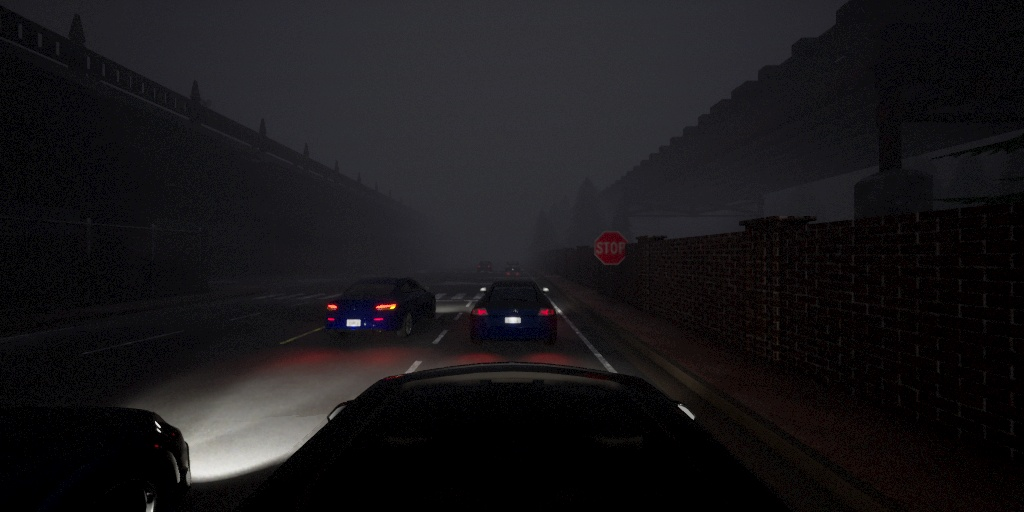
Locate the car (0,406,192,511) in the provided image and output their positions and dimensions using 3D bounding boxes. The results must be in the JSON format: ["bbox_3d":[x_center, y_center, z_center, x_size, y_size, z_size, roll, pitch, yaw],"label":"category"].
[{"bbox_3d":[-3.399,1.314,0.935,1.994,1.385,4.181,0,0,0],"label":"car"}]

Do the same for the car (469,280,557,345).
[{"bbox_3d":[0.062,1.314,9.511,1.994,1.385,4.181,0,0,1],"label":"car"}]

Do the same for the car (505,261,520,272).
[{"bbox_3d":[0.065,1.351,46.253,1.895,1.301,4.718,0,0,-1],"label":"car"}]

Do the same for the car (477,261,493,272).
[{"bbox_3d":[-3.430,1.297,46.056,2.033,1.411,5.357,0,0,-1],"label":"car"}]

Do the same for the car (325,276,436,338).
[{"bbox_3d":[-3.420,1.276,10.031,1.812,1.442,4.674,0,0,0],"label":"car"}]
